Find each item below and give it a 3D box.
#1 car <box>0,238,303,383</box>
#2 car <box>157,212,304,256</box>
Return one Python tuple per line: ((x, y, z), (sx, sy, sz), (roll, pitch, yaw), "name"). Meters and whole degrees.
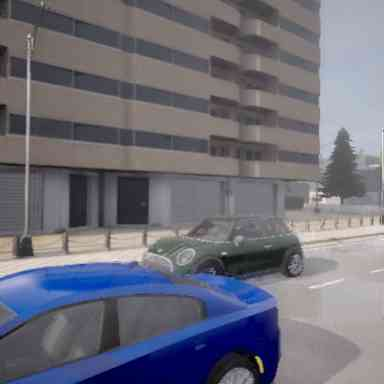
((-1.309, 1.489, 3.051), (5.008, 1.535, 1.882), (1, -1, -36), "car")
((0.920, 1.438, 8.965), (4.553, 1.767, 2.097), (1, -1, -36), "car")
